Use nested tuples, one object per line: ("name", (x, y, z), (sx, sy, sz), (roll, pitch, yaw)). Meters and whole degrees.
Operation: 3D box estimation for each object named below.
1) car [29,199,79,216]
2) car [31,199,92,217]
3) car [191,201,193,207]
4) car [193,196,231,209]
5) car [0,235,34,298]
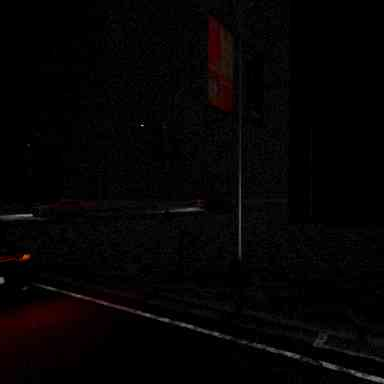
("car", (-13.648, 1.489, 33.035), (4.181, 1.385, 1.994), (0, 0, -42))
("car", (-11.701, 1.418, 30.411), (5.008, 1.535, 1.882), (-1, 1, -43))
("car", (1.956, 1.295, 46.862), (4.553, 1.767, 2.097), (0, 0, -41))
("car", (3.046, 1.445, 43.489), (4.902, 1.511, 2.128), (0, 0, -41))
("car", (-5.609, 1.476, 7.400), (5.008, 1.535, 1.882), (0, 0, 33))
